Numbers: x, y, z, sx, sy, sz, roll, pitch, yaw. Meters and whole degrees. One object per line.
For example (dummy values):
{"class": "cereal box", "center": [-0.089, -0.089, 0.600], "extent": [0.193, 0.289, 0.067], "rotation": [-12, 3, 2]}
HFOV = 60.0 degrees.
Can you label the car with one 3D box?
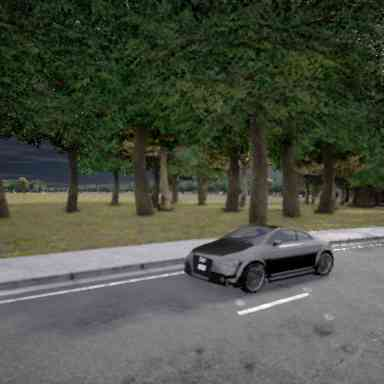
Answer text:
{"class": "car", "center": [1.879, 1.582, 8.879], "extent": [4.181, 1.385, 1.994], "rotation": [0, 0, -34]}
